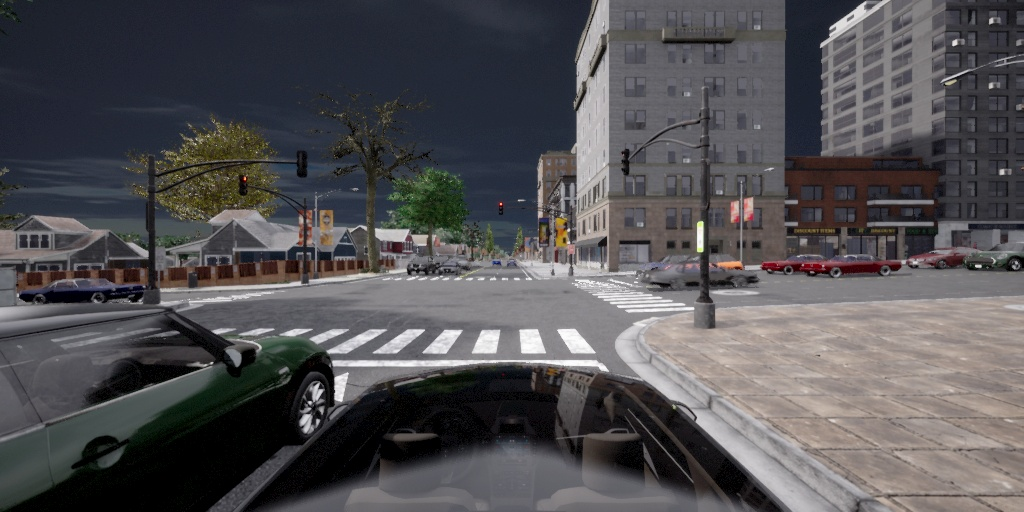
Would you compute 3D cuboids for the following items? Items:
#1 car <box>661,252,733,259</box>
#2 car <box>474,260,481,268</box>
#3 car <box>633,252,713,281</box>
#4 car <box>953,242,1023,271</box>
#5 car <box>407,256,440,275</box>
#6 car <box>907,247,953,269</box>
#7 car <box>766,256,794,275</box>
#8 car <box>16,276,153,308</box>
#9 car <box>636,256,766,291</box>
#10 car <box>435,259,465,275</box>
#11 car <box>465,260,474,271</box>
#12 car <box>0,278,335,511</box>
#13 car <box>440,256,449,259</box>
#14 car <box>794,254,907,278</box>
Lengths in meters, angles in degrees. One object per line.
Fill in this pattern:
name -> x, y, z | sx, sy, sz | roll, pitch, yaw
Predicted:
car -> 11.353, 0.679, 21.667 | 4.553, 1.767, 2.097 | -2, 0, 0
car -> -6.649, 1.425, 62.853 | 1.895, 1.301, 4.718 | 0, 0, 0
car -> 11.100, 0.678, 24.987 | 4.553, 1.767, 2.097 | -2, 0, 2
car -> 30.492, -0.046, 21.736 | 4.553, 1.767, 2.097 | -2, 0, 0
car -> -9.899, 0.991, 39.629 | 2.150, 2.045, 5.566 | 0, 0, 0
car -> 30.407, 0.120, 24.983 | 4.674, 1.442, 1.812 | -2, 0, 0
car -> 20.096, 0.582, 24.950 | 4.718, 1.301, 1.895 | -2, 0, 0
car -> -21.636, 1.805, 18.310 | 4.718, 1.301, 1.895 | -2, 0, 0
car -> 9.397, 0.960, 18.283 | 5.357, 1.411, 2.033 | -2, 0, 0
car -> -6.643, 1.332, 38.742 | 1.994, 1.385, 4.181 | 0, 0, 0
car -> -6.659, 1.261, 48.587 | 1.882, 1.535, 5.008 | 0, 0, 0
car -> -3.152, 1.102, 2.433 | 2.097, 1.767, 4.553 | 0, 0, 0
car -> -9.908, 1.008, 49.994 | 2.150, 2.045, 5.566 | 0, 0, -1
car -> 20.337, 0.583, 21.702 | 4.718, 1.301, 1.895 | -2, 0, 0
